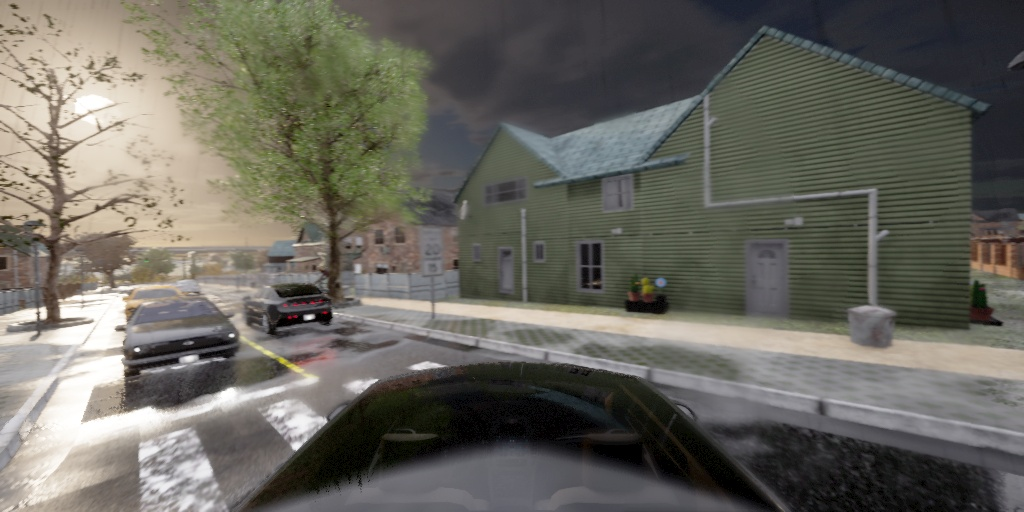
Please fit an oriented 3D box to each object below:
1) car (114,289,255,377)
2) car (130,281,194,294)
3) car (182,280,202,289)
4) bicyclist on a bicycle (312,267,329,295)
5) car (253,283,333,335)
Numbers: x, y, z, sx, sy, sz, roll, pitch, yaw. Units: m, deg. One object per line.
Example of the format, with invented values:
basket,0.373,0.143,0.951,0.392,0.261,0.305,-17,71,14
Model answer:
car,-8.338,1.755,8.921,5.357,1.411,2.033,-3,-1,43
car,-15.802,2.094,15.939,5.008,1.535,1.882,-3,-1,43
car,-31.777,3.069,35.005,4.674,1.442,1.812,-3,0,43
bicyclist on a bicycle,-9.136,1.363,17.648,0.582,1.620,1.656,0,4,43
car,-7.960,1.716,12.611,4.892,1.490,1.837,-3,-1,43
